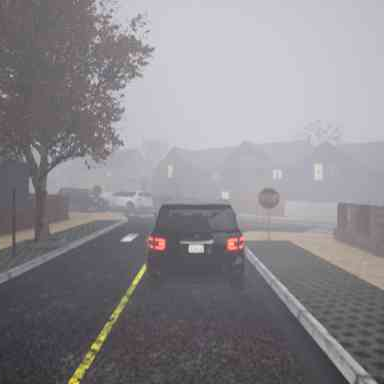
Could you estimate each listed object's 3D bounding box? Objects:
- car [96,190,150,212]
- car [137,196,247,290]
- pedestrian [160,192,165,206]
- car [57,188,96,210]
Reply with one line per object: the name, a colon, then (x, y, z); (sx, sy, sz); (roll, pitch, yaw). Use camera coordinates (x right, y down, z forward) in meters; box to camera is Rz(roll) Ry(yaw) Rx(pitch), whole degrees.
car: (-6.441, 0.819, 32.744); (5.566, 2.045, 2.150); (3, 0, 33)
car: (0.100, 1.168, 9.081); (2.150, 2.045, 5.566); (0, 0, 0)
pedestrian: (-3.107, 0.873, 34.116); (0.375, 1.860, 0.375); (-1, -4, 32)
car: (-10.674, 0.648, 31.951); (5.566, 2.045, 2.150); (2, 0, 32)
